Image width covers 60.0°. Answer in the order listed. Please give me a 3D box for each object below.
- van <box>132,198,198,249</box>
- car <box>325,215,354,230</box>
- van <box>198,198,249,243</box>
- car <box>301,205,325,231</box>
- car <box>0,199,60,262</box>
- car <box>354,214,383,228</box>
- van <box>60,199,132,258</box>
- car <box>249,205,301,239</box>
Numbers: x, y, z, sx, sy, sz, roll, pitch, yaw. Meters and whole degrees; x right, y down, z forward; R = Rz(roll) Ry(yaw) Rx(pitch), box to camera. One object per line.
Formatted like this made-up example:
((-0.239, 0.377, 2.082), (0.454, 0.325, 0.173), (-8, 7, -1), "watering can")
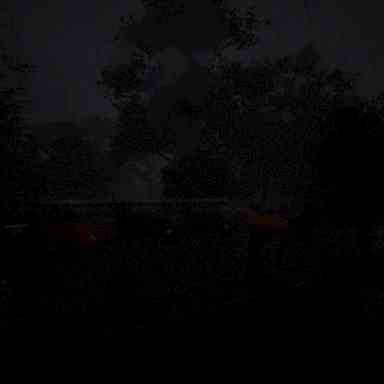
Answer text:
((-2.220, 1.289, 14.364), (4.442, 1.987, 1.878), (-1, -1, 34), "van")
((7.394, 1.567, 21.339), (4.792, 1.488, 2.163), (-1, -1, 34), "car")
((0.202, 1.295, 16.098), (4.442, 1.987, 1.878), (-1, -1, 34), "van")
((4.921, 1.562, 19.634), (4.792, 1.488, 2.163), (-1, -1, 34), "car")
((-7.185, 1.255, 10.980), (5.566, 2.045, 2.435), (-1, -1, 34), "car")
((9.759, 1.292, 23.101), (5.566, 2.045, 2.435), (-1, -1, 34), "car")
((-4.640, 1.284, 12.631), (4.442, 1.987, 1.878), (-1, -1, 35), "van")
((2.682, 1.522, 17.785), (5.366, 1.575, 1.946), (-1, -1, 34), "car")
